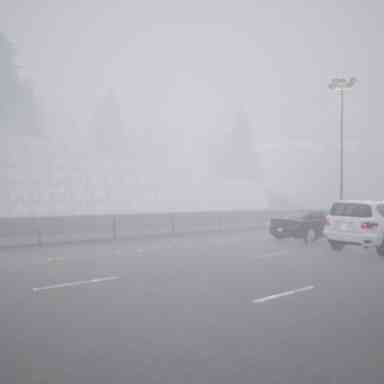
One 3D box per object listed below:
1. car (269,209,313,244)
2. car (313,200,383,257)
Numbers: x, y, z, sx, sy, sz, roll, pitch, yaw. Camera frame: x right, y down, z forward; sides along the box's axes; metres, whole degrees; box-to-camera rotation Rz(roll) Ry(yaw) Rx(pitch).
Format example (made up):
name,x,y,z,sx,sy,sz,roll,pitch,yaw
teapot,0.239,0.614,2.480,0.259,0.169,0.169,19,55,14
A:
name,x,y,z,sx,sy,sz,roll,pitch,yaw
car,6.068,1.612,16.797,5.008,1.535,1.882,0,0,-35
car,7.718,1.346,13.680,5.566,2.045,2.150,0,0,-36
